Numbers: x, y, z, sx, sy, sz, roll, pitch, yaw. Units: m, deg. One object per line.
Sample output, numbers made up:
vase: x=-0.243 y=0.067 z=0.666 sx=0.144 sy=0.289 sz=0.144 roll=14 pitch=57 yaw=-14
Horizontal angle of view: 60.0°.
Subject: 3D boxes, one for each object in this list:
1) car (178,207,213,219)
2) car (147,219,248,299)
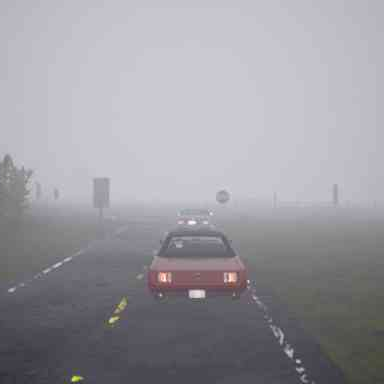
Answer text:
car: x=0.163 y=1.539 z=18.765 sx=2.033 sy=1.411 sz=5.357 roll=0 pitch=0 yaw=2
car: x=0.098 y=1.597 z=8.362 sx=1.895 sy=1.301 sz=4.718 roll=0 pitch=0 yaw=0
